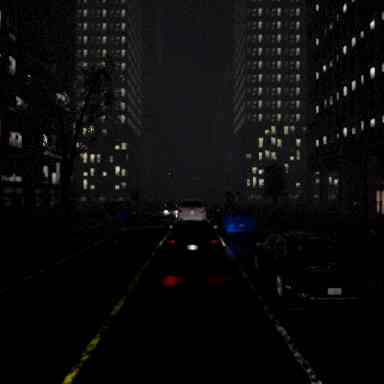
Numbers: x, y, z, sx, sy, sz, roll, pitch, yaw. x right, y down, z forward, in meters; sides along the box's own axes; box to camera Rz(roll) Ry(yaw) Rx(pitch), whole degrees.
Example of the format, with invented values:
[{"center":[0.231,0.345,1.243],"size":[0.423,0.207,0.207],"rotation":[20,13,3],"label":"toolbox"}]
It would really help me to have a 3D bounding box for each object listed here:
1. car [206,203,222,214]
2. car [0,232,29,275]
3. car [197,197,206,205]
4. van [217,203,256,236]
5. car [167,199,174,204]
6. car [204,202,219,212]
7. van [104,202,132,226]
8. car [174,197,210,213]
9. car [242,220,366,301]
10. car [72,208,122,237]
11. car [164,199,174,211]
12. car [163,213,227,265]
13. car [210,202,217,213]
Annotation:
[{"center":[2.781,2.091,42.525],"size":[1.802,1.307,4.206],"rotation":[-1,-1,0],"label":"car"},{"center":[-5.701,1.685,8.424],"size":[1.802,1.307,4.206],"rotation":[-1,-1,0],"label":"car"},{"center":[2.524,2.342,87.139],"size":[2.192,1.841,5.009],"rotation":[0,-1,0],"label":"car"},{"center":[2.674,1.582,19.796],"size":[1.690,1.788,3.998],"rotation":[-1,-1,0],"label":"van"},{"center":[-5.874,2.614,92.575],"size":[1.752,1.417,4.829],"rotation":[0,-1,0],"label":"car"},{"center":[2.798,2.141,48.210],"size":[1.947,1.339,4.313],"rotation":[-1,-1,0],"label":"car"},{"center":[-5.707,1.649,25.477],"size":[1.690,1.788,3.998],"rotation":[-1,-1,0],"label":"van"},{"center":[0.024,1.540,26.183],"size":[2.150,2.045,5.566],"rotation":[0,0,0],"label":"car"},{"center":[2.680,1.655,8.426],"size":[2.008,1.369,4.403],"rotation":[-1,-1,0],"label":"car"},{"center":[-5.704,1.822,19.791],"size":[1.802,1.307,4.206],"rotation":[-1,-1,0],"label":"car"},{"center":[-3.063,1.961,51.215],"size":[2.097,1.767,4.553],"rotation":[0,-1,0],"label":"car"},{"center":[0.043,1.716,12.374],"size":[1.994,1.385,4.181],"rotation":[0,-1,1],"label":"car"},{"center":[2.725,2.008,36.842],"size":[1.947,1.339,4.313],"rotation":[-1,-1,0],"label":"car"}]
